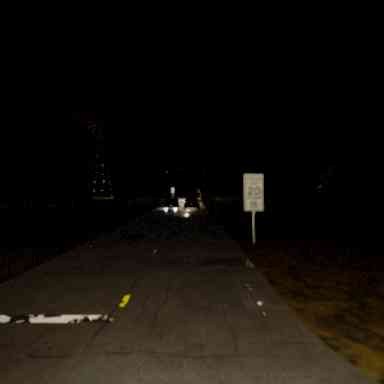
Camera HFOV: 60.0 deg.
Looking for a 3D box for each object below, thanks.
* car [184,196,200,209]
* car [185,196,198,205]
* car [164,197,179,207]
[{"bbox_3d":[-0.024,1.369,41.984,1.994,1.385,4.181,0,0,0],"label":"car"},{"bbox_3d":[-0.029,1.311,52.037,1.994,1.385,4.181,0,0,0],"label":"car"},{"bbox_3d":[-2.776,1.336,46.196,2.033,1.411,5.357,0,0,0],"label":"car"}]
